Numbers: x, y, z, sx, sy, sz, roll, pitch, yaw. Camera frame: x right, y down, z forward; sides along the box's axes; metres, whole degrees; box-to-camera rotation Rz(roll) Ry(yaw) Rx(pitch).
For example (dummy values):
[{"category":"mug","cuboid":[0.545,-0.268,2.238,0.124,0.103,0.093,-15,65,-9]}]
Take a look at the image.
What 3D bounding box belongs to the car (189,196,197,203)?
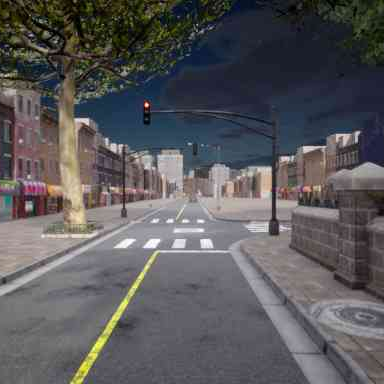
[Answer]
[{"category":"car","cuboid":[0.224,1.661,73.596,2.128,1.511,4.902,0,0,0]}]
